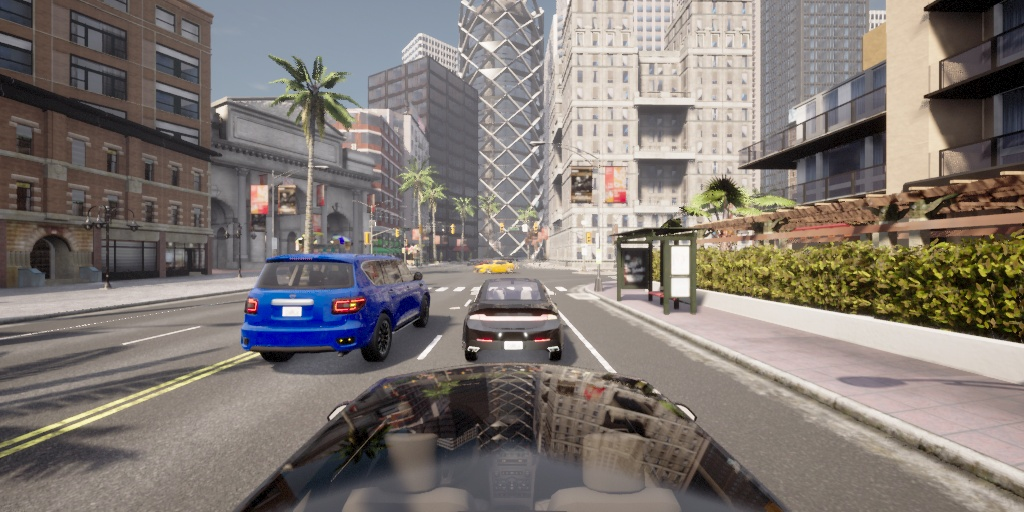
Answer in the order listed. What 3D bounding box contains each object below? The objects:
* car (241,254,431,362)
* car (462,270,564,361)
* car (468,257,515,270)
[{"bbox_3d":[-3.487,0.971,8.353,2.150,2.045,5.566,0,0,0],"label":"car"},{"bbox_3d":[0.015,1.242,8.266,2.128,1.511,4.902,0,0,0],"label":"car"},{"bbox_3d":[-1.981,1.228,39.594,5.008,1.535,1.882,0,-1,-44],"label":"car"}]
